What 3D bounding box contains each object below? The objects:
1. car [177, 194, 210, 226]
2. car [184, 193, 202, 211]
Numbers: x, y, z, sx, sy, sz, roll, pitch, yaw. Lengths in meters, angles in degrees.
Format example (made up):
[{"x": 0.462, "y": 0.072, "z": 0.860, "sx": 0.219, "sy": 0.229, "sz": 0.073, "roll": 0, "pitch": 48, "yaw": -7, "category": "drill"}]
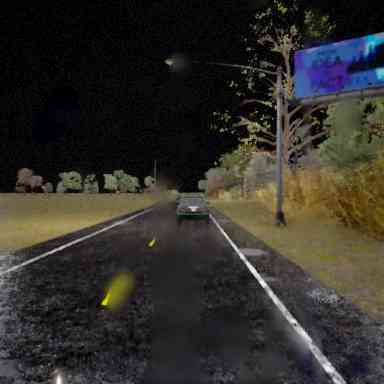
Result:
[{"x": 0.096, "y": 1.225, "z": 23.837, "sx": 2.150, "sy": 2.045, "sz": 5.566, "roll": 0, "pitch": 0, "yaw": 0, "category": "car"}, {"x": 0.093, "y": 1.228, "z": 43.123, "sx": 2.150, "sy": 2.045, "sz": 5.566, "roll": 0, "pitch": 0, "yaw": 0, "category": "car"}]
